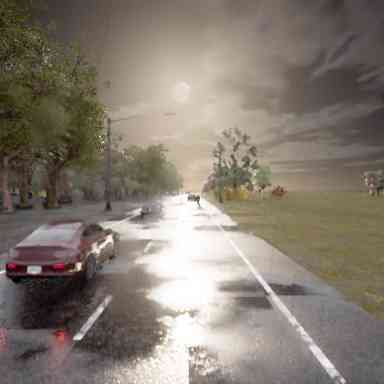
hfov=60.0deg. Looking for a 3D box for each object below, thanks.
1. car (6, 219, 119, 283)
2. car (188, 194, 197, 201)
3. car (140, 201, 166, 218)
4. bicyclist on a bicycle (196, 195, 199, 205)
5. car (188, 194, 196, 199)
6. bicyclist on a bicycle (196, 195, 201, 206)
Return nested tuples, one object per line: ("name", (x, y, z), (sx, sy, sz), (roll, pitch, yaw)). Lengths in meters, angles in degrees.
("car", (-3.400, 1.505, 9.474), (1.812, 1.442, 4.674), (0, 0, 0))
("car", (0.027, 1.192, 77.306), (2.097, 1.767, 4.553), (0, 0, 0))
("car", (-3.393, 1.485, 29.653), (2.033, 1.411, 5.357), (0, 0, 0))
("bicyclist on a bicycle", (0.980, 1.332, 57.681), (0.582, 1.620, 1.656), (0, 0, 0))
("car", (0.028, 1.249, 91.018), (2.033, 1.411, 5.357), (0, 0, 0))
("bicyclist on a bicycle", (0.979, 1.267, 49.175), (0.659, 1.776, 1.843), (0, 1, 0))
